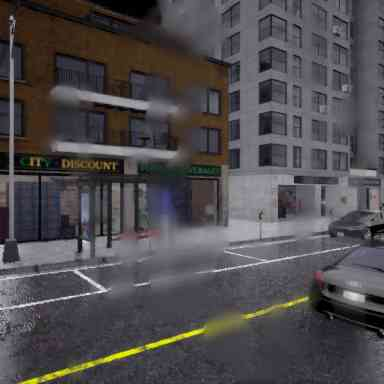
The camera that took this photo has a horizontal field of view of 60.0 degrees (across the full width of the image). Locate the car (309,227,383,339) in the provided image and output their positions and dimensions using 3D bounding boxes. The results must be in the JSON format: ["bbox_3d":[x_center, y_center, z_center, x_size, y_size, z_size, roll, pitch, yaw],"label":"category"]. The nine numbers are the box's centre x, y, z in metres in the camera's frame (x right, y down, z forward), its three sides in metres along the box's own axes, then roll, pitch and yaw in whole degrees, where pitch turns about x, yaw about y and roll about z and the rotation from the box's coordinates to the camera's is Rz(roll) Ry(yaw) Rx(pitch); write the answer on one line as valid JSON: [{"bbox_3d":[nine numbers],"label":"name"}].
[{"bbox_3d":[4.104,1.565,6.240,4.181,1.385,1.994,0,0,-35],"label":"car"}]

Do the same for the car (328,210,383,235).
[{"bbox_3d":[8.602,1.566,16.530,4.313,1.339,1.947,0,0,-36],"label":"car"}]
